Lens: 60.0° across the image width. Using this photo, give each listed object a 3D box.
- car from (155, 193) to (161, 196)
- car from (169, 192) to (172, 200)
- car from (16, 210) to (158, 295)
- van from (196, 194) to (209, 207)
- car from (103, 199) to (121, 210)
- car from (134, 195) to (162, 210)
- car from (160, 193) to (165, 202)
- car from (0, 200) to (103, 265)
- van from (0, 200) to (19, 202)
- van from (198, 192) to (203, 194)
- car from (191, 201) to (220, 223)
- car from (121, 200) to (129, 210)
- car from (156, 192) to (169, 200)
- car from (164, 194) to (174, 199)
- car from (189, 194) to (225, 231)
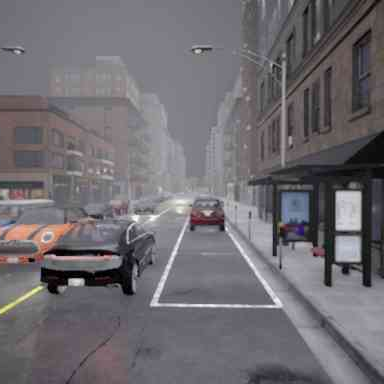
[{"bbox_3d":[-6.516,1.264,52.370,2.008,1.369,4.403,0,0,1],"label":"car"},{"bbox_3d":[-6.028,1.190,73.989,1.802,1.307,4.206,0,0,1],"label":"car"},{"bbox_3d":[-2.094,1.449,8.594,2.128,1.511,4.902,0,0,1],"label":"car"},{"bbox_3d":[1.440,1.132,46.786,1.690,1.788,3.998,0,0,1],"label":"van"},{"bbox_3d":[-7.127,1.409,25.346,1.947,1.339,4.313,0,0,1],"label":"car"},{"bbox_3d":[-4.395,1.330,32.431,1.837,1.490,4.892,0,0,2],"label":"car"},{"bbox_3d":[-6.394,1.253,57.775,1.947,1.339,4.313,0,0,1],"label":"car"},{"bbox_3d":[-4.882,1.278,11.410,2.097,1.767,4.553,0,0,1],"label":"car"},{"bbox_3d":[-7.370,1.236,14.535,1.690,1.788,3.998,0,0,1],"label":"van"},{"bbox_3d":[1.209,1.185,35.975,1.690,1.788,3.998,0,0,1],"label":"van"},{"bbox_3d":[0.976,1.446,25.167,2.008,1.369,4.403,0,0,1],"label":"car"},{"bbox_3d":[-7.005,1.362,30.751,1.887,1.381,4.507,0,0,1],"label":"car"},{"bbox_3d":[-6.271,0.976,63.178,2.192,1.841,5.009,0,0,1],"label":"car"},{"bbox_3d":[-5.784,1.107,84.799,2.008,1.369,4.403,0,0,1],"label":"car"},{"bbox_3d":[0.862,1.236,19.761,2.192,1.841,5.009,0,0,1],"label":"car"}]
